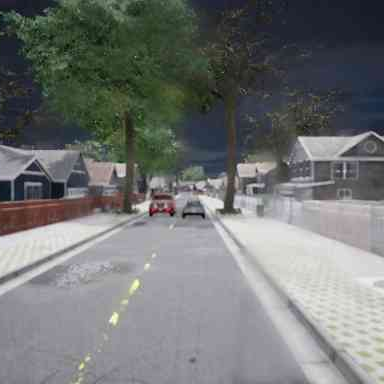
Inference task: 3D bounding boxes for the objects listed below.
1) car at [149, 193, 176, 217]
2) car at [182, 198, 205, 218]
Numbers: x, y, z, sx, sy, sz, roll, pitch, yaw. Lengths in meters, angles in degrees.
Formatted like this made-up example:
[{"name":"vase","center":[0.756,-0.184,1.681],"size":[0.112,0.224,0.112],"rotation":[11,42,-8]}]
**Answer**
[{"name":"car","center":[-2.636,1.112,30.717],"size":[2.150,2.045,5.566],"rotation":[0,0,0]},{"name":"car","center":[0.171,1.463,29.184],"size":[1.994,1.385,4.181],"rotation":[0,0,1]}]
